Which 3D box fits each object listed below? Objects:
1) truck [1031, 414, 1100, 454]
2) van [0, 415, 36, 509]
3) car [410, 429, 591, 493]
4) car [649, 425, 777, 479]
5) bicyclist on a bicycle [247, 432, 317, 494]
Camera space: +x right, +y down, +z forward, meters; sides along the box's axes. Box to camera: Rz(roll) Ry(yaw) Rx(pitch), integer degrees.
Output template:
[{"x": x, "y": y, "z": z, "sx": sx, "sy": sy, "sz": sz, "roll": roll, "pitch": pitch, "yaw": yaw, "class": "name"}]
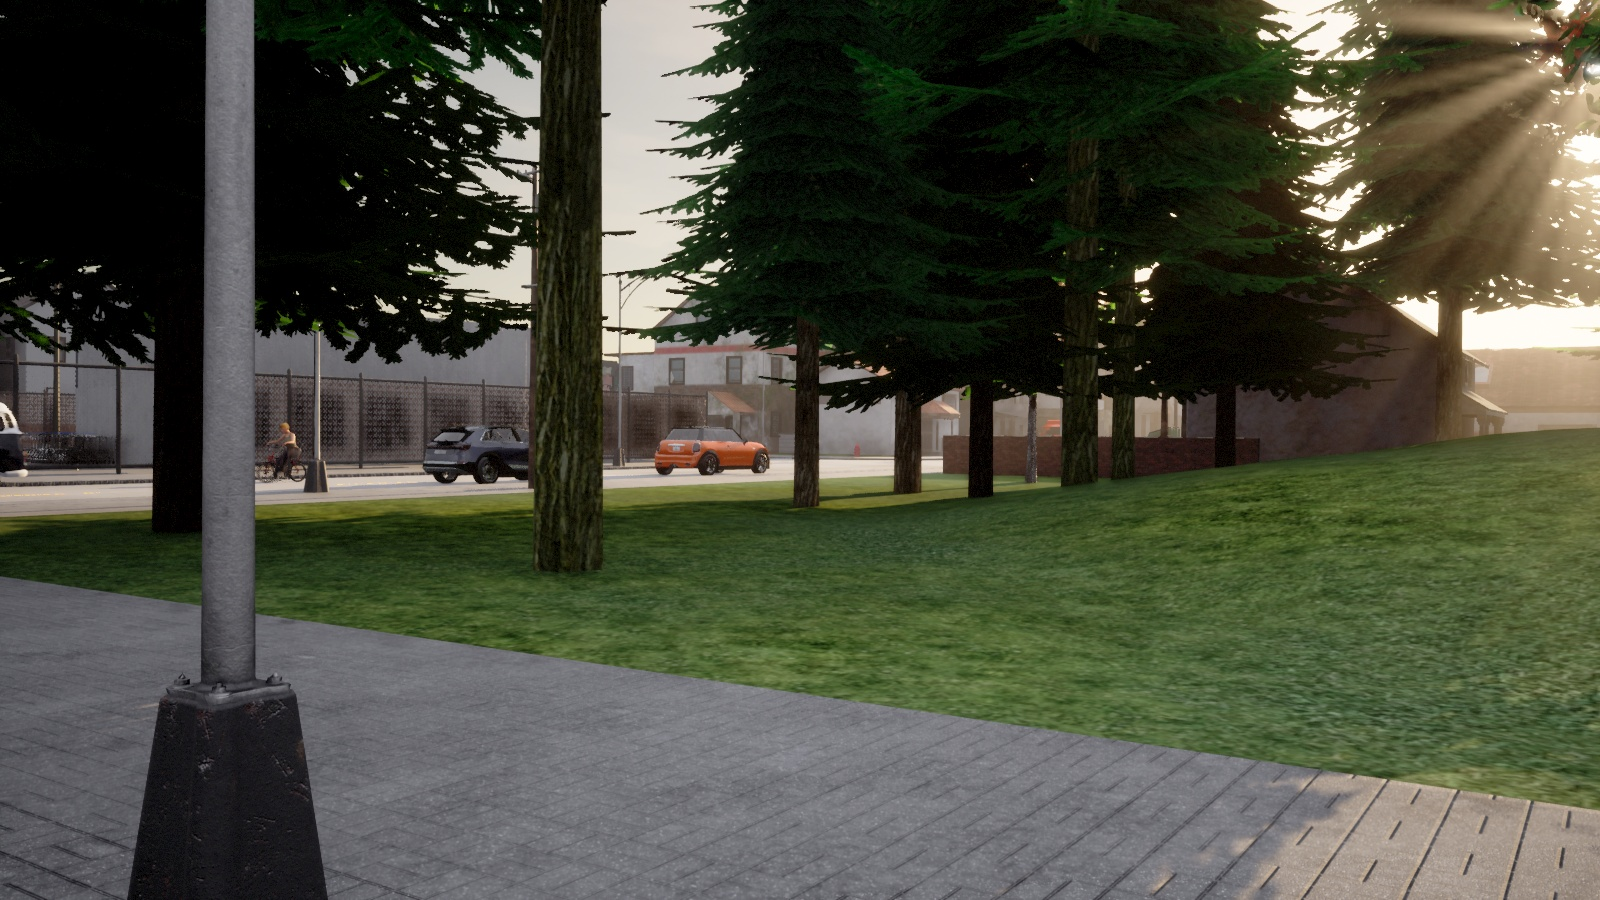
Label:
[{"x": 17.161, "y": -1.016, "z": 80.939, "sx": 2.627, "sy": 2.467, "sz": 5.204, "roll": 0, "pitch": 1, "yaw": 33, "class": "truck"}, {"x": -18.989, "y": 0.269, "z": 26.447, "sx": 2.069, "sy": 2.038, "sz": 4.480, "roll": 0, "pitch": 1, "yaw": 33, "class": "van"}, {"x": -8.315, "y": 0.255, "z": 35.293, "sx": 2.033, "sy": 1.649, "sz": 4.856, "roll": 0, "pitch": 1, "yaw": 34, "class": "car"}, {"x": -2.931, "y": 0.024, "z": 43.387, "sx": 2.097, "sy": 1.767, "sz": 4.553, "roll": 0, "pitch": 1, "yaw": 33, "class": "car"}, {"x": -14.005, "y": 0.331, "z": 33.969, "sx": 0.866, "sy": 1.612, "sz": 1.509, "roll": 0, "pitch": 1, "yaw": 33, "class": "bicyclist on a bicycle"}]
